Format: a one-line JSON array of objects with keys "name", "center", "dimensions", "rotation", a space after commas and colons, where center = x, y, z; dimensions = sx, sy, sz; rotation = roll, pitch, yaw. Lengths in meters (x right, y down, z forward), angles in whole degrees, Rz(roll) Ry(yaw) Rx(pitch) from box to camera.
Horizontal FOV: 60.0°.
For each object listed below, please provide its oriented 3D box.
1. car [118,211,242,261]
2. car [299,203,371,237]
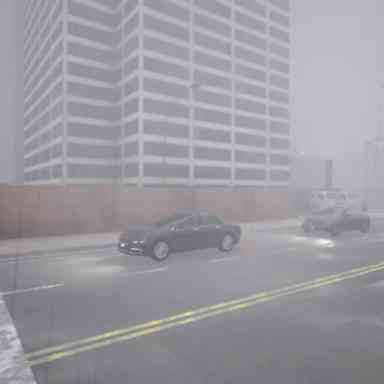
[{"name": "car", "center": [-0.309, 1.506, 12.371], "dimensions": [4.892, 1.490, 1.837], "rotation": [0, 0, -35]}, {"name": "car", "center": [8.049, 1.529, 18.322], "dimensions": [4.674, 1.442, 1.812], "rotation": [0, 0, -35]}]
